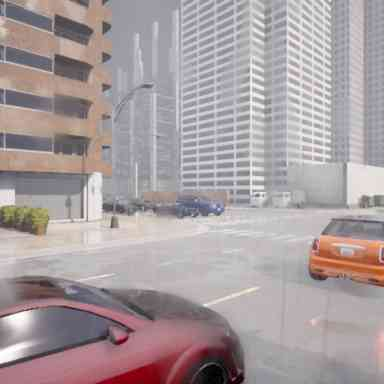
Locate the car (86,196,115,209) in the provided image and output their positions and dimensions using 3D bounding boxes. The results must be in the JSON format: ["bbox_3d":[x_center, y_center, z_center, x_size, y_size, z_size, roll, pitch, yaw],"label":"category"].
[{"bbox_3d":[-13.204,1.432,47.638,2.097,1.767,4.553,0,0,-44],"label":"car"}]

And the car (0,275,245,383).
[{"bbox_3d":[-1.460,1.565,3.209,4.181,1.385,1.994,0,0,-37],"label":"car"}]

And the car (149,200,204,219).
[{"bbox_3d":[-1.477,1.677,30.418,1.895,1.301,4.718,0,0,-44],"label":"car"}]

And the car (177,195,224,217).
[{"bbox_3d":[0.637,1.302,33.269,2.150,2.045,5.566,0,0,-44],"label":"car"}]

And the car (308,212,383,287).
[{"bbox_3d":[5.047,1.362,8.898,4.553,1.767,2.097,0,0,-43],"label":"car"}]

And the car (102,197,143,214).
[{"bbox_3d":[-8.177,1.623,37.356,2.033,1.411,5.357,0,0,-44],"label":"car"}]

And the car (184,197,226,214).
[{"bbox_3d":[1.422,1.436,37.758,2.097,1.767,4.553,0,0,-44],"label":"car"}]

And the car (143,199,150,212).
[{"bbox_3d":[-6.079,1.585,40.224,1.837,1.490,4.892,0,0,-44],"label":"car"}]
